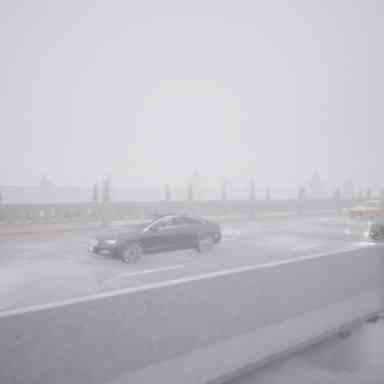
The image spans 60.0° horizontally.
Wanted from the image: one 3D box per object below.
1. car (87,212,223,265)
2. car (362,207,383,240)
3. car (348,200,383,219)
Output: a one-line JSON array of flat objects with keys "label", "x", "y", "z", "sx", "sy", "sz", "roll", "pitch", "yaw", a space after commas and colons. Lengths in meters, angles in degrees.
[{"label": "car", "x": -1.143, "y": 1.492, "z": 11.775, "sx": 4.902, "sy": 1.511, "sz": 2.128, "roll": 0, "pitch": 0, "yaw": -35}, {"label": "car", "x": 10.136, "y": 1.565, "z": 15.516, "sx": 4.181, "sy": 1.385, "sz": 1.994, "roll": 0, "pitch": 0, "yaw": -35}, {"label": "car", "x": 14.910, "y": 1.479, "z": 27.504, "sx": 5.008, "sy": 1.535, "sz": 1.882, "roll": 0, "pitch": 0, "yaw": -35}]
